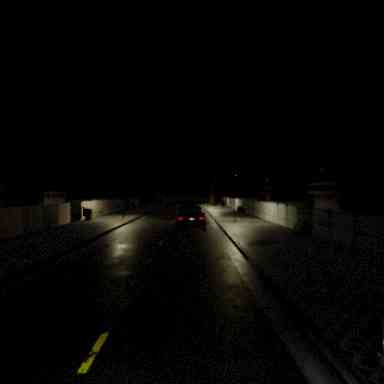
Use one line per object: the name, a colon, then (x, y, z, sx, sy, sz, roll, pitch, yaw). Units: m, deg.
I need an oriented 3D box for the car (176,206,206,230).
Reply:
car: (-0.048, 1.604, 21.495, 2.033, 1.411, 5.357, 0, 0, 0)
